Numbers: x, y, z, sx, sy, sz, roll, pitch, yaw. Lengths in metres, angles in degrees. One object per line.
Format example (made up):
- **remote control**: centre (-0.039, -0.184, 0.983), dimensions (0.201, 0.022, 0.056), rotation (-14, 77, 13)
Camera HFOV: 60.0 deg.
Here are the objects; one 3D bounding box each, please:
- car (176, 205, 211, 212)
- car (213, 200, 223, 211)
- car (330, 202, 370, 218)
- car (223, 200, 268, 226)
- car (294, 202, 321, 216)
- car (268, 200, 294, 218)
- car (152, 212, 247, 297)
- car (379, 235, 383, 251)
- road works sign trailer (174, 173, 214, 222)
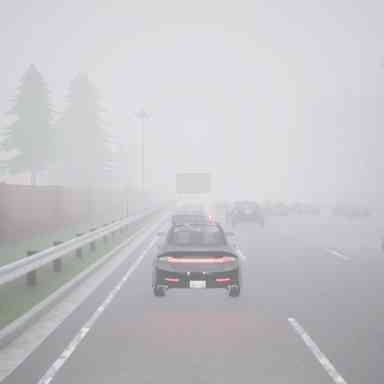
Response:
- **car**: centre (0.003, 1.474, 19.021), dimensions (1.882, 1.535, 5.008), rotation (0, 0, 6)
- **car**: centre (3.625, 1.601, 40.179), dimensions (1.895, 1.301, 4.718), rotation (0, 0, 0)
- **car**: centre (14.119, 1.563, 29.887), dimensions (1.994, 1.385, 4.181), rotation (0, 0, 0)
- **car**: centre (3.614, 1.352, 23.405), dimensions (2.097, 1.767, 4.553), rotation (0, 0, 0)
- **car**: centre (10.621, 1.600, 32.101), dimensions (1.895, 1.301, 4.718), rotation (0, 0, 0)
- **car**: centre (7.119, 1.492, 29.745), dimensions (2.128, 1.511, 4.902), rotation (0, 0, 0)
- **car**: centre (0.106, 1.492, 8.571), dimensions (2.128, 1.511, 4.902), rotation (0, 0, 0)
- **car**: centre (7.106, 1.601, 8.840), dimensions (1.895, 1.301, 4.718), rotation (0, 0, 0)
- **road works sign trailer**: centre (0.078, 0.464, 22.939), dimensions (2.380, 3.560, 2.880), rotation (0, 0, 0)
